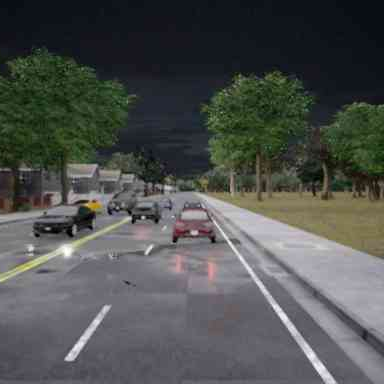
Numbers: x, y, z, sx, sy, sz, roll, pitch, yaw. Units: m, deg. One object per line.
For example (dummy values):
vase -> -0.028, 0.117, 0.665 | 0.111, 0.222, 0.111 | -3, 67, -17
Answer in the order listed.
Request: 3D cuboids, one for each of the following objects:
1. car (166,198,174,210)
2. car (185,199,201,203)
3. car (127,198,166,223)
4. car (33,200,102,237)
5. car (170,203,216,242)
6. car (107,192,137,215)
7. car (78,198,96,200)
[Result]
car -> -3.167, 1.358, 38.529 | 2.033, 1.411, 5.357 | 0, 0, 0
car -> 0.087, 1.423, 36.251 | 1.895, 1.301, 4.718 | 0, 0, 0
car -> -3.158, 1.387, 23.981 | 1.837, 1.490, 4.892 | 0, 0, 0
car -> -6.532, 1.390, 17.586 | 1.882, 1.535, 5.008 | 0, 0, 0
car -> 0.095, 1.448, 15.669 | 1.812, 1.442, 4.674 | 0, 0, 0
car -> -6.519, 1.067, 31.995 | 2.150, 2.045, 5.566 | 0, 0, 0
car -> -9.783, 1.327, 30.568 | 1.882, 1.535, 5.008 | 0, 0, 0
